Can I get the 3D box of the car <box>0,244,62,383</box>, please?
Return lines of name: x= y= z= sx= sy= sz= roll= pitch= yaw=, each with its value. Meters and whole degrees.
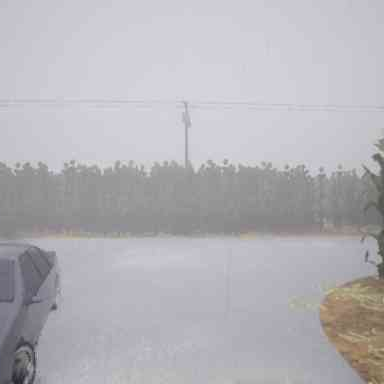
car: x=-3.091 y=1.551 z=4.868 sx=2.033 sy=1.411 sz=5.357 roll=0 pitch=0 yaw=-15
